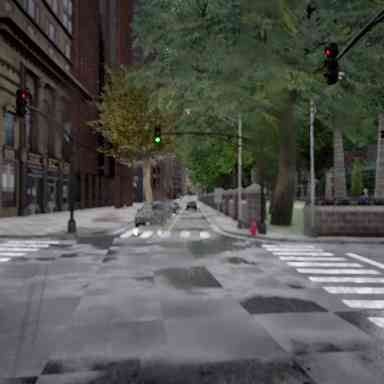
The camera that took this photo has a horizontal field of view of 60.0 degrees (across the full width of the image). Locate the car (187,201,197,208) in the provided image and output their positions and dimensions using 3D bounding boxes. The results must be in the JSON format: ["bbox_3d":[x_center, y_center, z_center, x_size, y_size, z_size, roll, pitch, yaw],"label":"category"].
[{"bbox_3d":[-0.049,2.504,66.686,1.994,1.385,4.181,0,-1,0],"label":"car"}]

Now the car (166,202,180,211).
[{"bbox_3d":[-3.106,2.315,54.842,1.994,1.385,4.181,0,-1,0],"label":"car"}]

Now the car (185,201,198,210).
[{"bbox_3d":[-0.042,2.285,56.653,1.837,1.490,4.892,0,-1,0],"label":"car"}]

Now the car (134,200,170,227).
[{"bbox_3d":[-3.111,1.685,25.789,2.097,1.767,4.553,0,-1,0],"label":"car"}]

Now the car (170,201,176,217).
[{"bbox_3d":[-3.116,1.951,34.875,2.128,1.511,4.902,0,-1,0],"label":"car"}]

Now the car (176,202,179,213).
[{"bbox_3d":[-3.122,1.950,44.565,2.097,1.767,4.553,0,-1,0],"label":"car"}]
